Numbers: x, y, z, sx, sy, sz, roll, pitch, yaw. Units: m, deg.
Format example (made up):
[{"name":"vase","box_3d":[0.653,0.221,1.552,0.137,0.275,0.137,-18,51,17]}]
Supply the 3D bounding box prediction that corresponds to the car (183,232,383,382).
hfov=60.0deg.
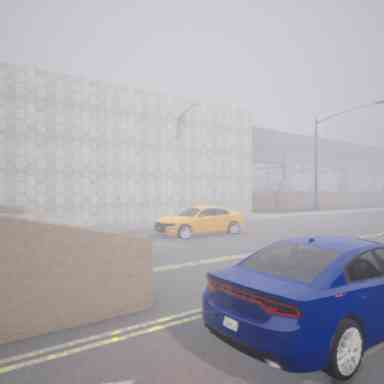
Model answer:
[{"name":"car","box_3d":[2.488,1.467,5.525,5.008,1.535,1.882,0,0,-36]}]

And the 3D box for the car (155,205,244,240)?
[{"name":"car","box_3d":[0.471,1.459,17.125,5.008,1.535,1.882,0,0,-35]}]
